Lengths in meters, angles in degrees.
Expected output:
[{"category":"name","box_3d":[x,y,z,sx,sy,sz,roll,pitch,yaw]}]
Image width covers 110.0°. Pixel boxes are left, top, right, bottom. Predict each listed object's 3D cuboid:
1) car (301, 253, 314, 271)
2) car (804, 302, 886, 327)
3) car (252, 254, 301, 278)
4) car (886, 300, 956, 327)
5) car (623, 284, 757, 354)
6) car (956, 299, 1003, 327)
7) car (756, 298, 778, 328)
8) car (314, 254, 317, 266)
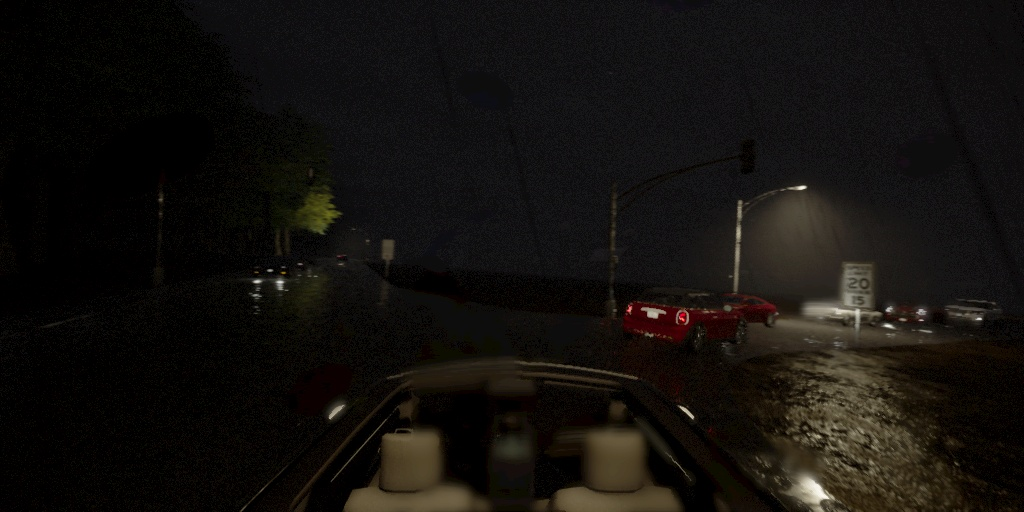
[{"category":"car","box_3d":[-19.796,0.546,32.769,2.033,1.411,5.357,3,0,-24]},{"category":"car","box_3d":[19.596,3.401,21.229,4.718,1.301,1.895,5,-2,-25]},{"category":"car","box_3d":[-15.894,0.691,24.205,1.994,1.385,4.181,3,0,-24]},{"category":"car","box_3d":[28.796,3.956,25.459,4.553,1.767,2.097,5,-2,-25]},{"category":"car","box_3d":[5.537,1.808,11.238,4.553,1.767,2.097,6,-2,-39]},{"category":"car","box_3d":[38.427,4.675,29.856,5.566,2.045,2.150,5,-2,-24]},{"category":"car","box_3d":[10.657,2.548,17.090,4.674,1.442,1.812,5,-2,-25]},{"category":"car","box_3d":[-24.050,0.357,42.169,2.128,1.511,4.902,3,0,-25]}]
